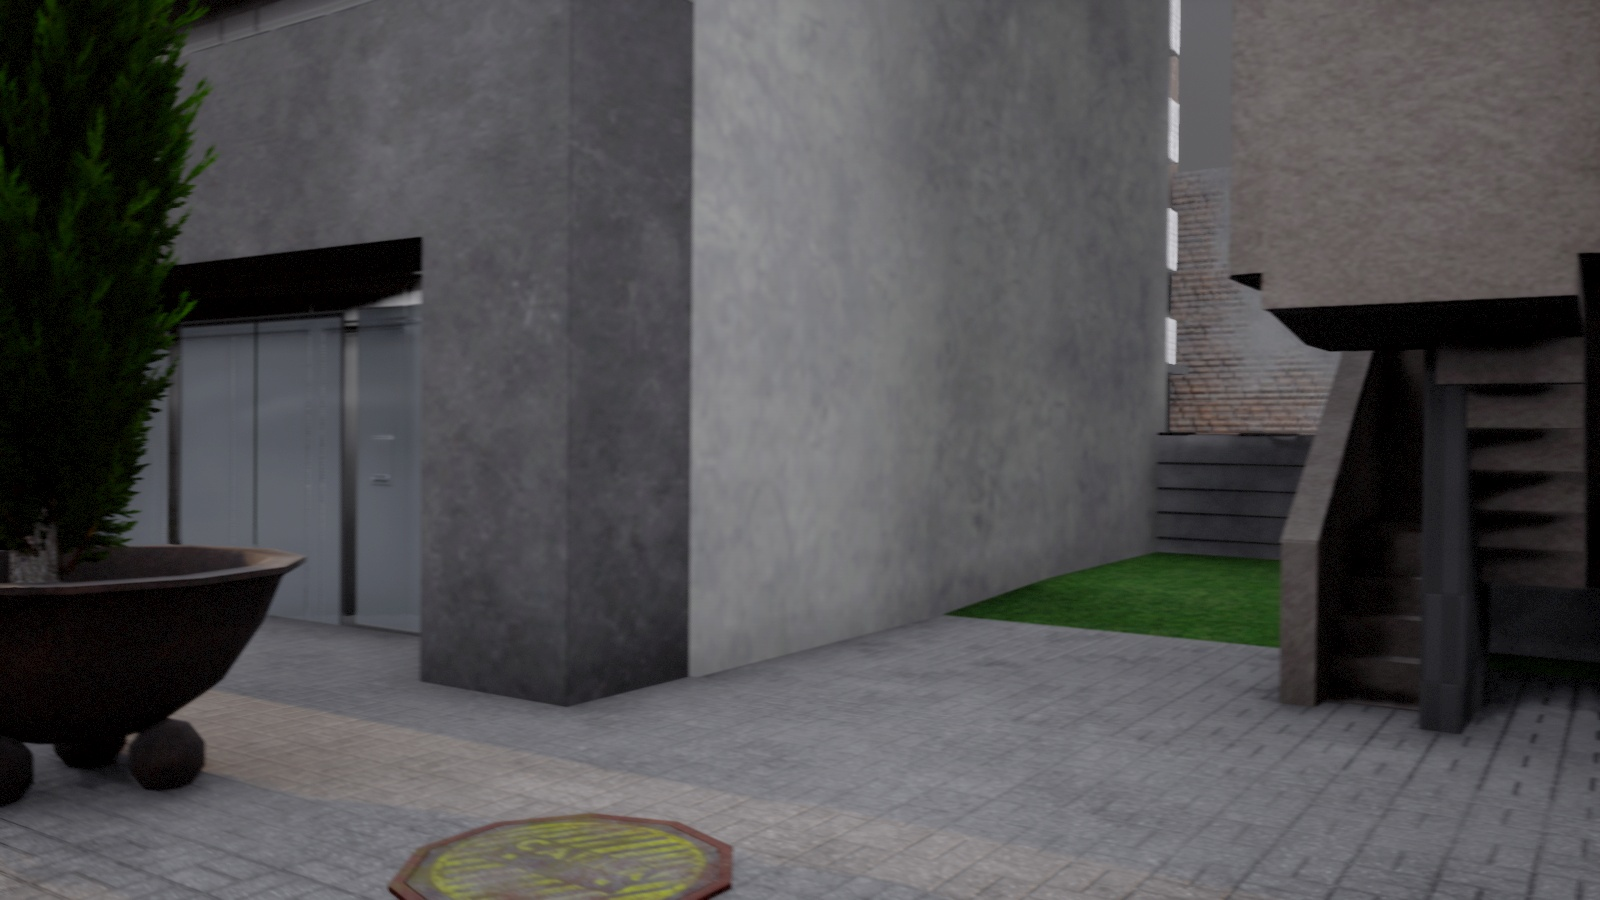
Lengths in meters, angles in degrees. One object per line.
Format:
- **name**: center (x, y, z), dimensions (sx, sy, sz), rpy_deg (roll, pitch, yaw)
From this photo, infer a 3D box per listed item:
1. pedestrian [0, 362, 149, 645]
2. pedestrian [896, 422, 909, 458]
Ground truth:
- **pedestrian**: center (-5.342, 0.364, 9.184), dimensions (0.873, 1.952, 0.659), rpy_deg (0, 1, 34)
- **pedestrian**: center (5.322, -0.506, 65.432), dimensions (0.376, 1.854, 0.720), rpy_deg (0, 1, 33)
